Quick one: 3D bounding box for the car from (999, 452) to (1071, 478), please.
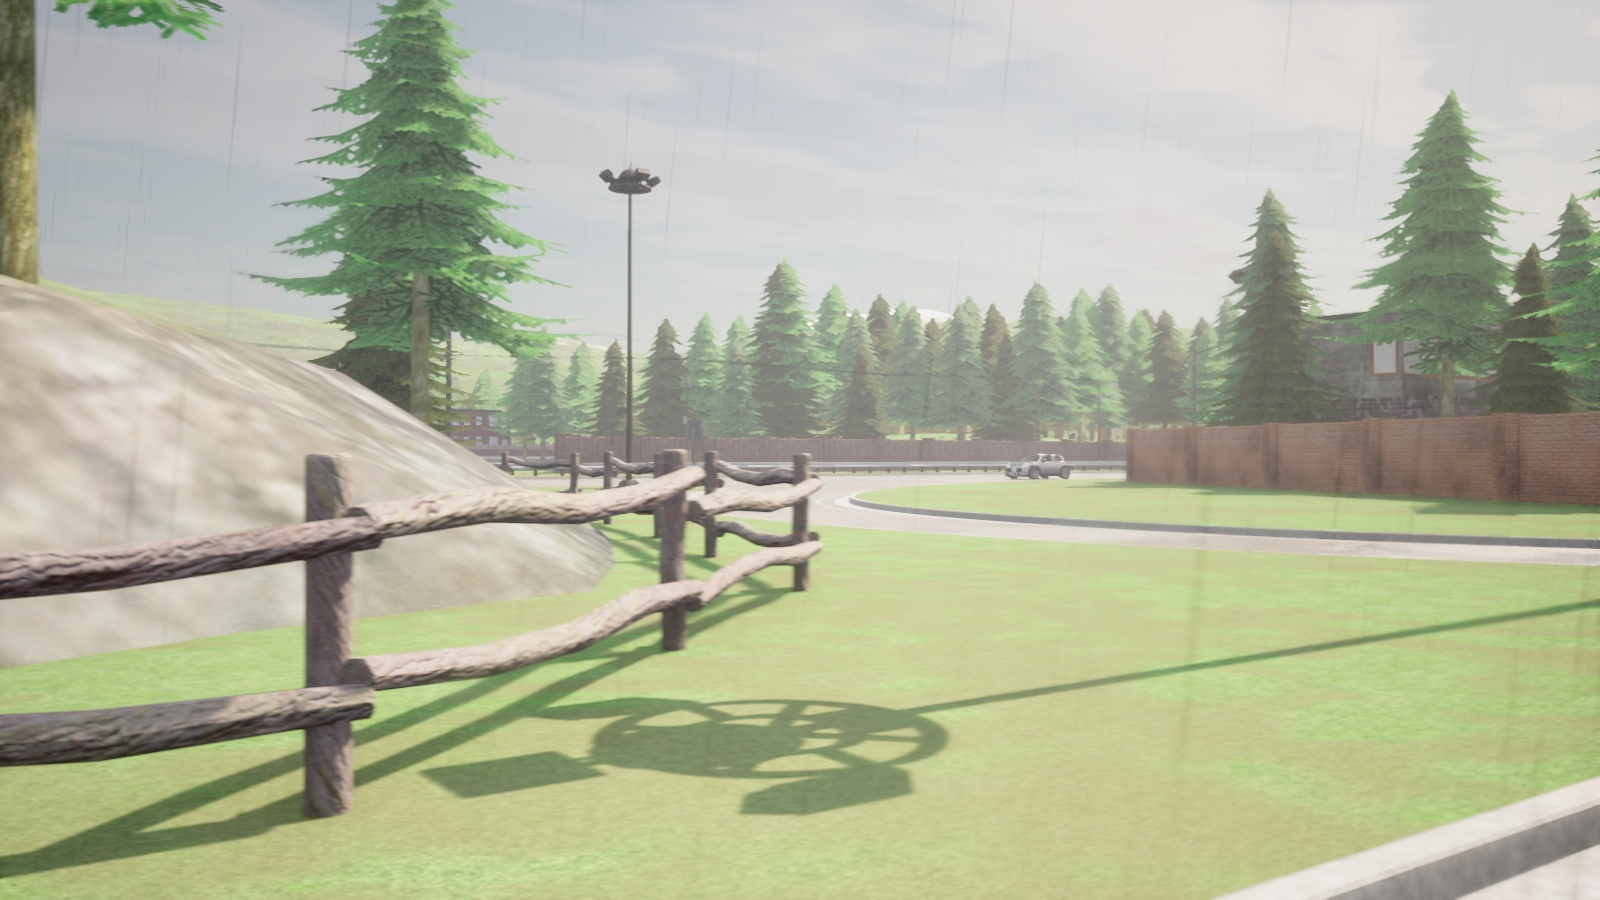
[{"bbox_3d":[13.576,0.859,72.472,3.806,1.475,1.970,0,0,-35],"label":"car"}]
